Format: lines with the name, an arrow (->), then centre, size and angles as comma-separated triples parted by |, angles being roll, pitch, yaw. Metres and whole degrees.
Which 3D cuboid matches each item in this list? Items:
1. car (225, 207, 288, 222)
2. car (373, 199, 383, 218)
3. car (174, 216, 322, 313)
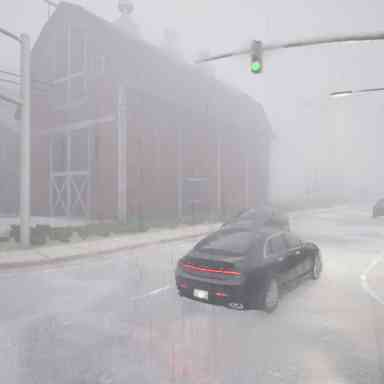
car -> 3.146, 1.503, 16.022 | 1.837, 1.490, 4.892 | 0, 0, 36
car -> 17.464, 1.355, 29.430 | 2.097, 1.767, 4.553 | 0, 0, 36
car -> 1.588, 1.563, 7.820 | 1.837, 1.490, 4.892 | 0, 0, 36
